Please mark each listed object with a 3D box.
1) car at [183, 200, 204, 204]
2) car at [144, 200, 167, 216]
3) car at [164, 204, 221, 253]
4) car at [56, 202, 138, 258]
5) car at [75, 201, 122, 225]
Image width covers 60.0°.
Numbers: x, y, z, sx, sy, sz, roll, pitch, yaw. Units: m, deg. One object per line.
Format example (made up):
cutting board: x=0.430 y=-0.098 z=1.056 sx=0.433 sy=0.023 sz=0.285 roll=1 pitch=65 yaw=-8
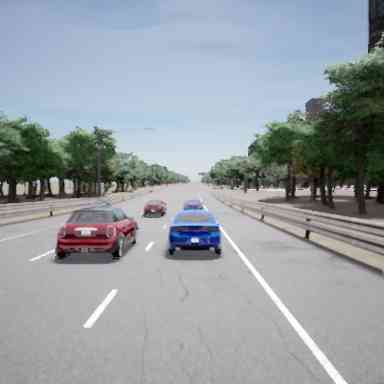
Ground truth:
car: x=0.108 y=1.446 z=31.196 sx=1.812 sy=1.442 sz=4.674 roll=0 pitch=0 yaw=0
car: x=-3.393 y=1.446 z=31.207 sx=1.812 sy=1.442 sz=4.674 roll=0 pitch=0 yaw=0
car: x=0.102 y=1.457 z=13.554 sx=1.882 sy=1.535 sz=5.008 roll=0 pitch=0 yaw=0
car: x=-3.399 y=1.332 z=12.783 sx=2.097 sy=1.767 sz=4.553 roll=0 pitch=0 yaw=0
car: x=-6.894 y=1.490 z=25.225 sx=2.033 sy=1.411 sz=5.357 roll=0 pitch=0 yaw=0
